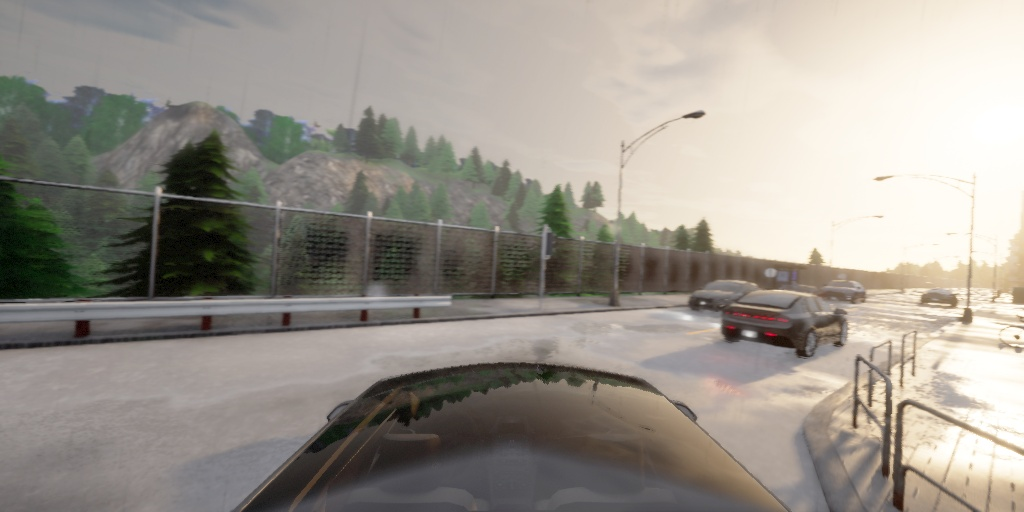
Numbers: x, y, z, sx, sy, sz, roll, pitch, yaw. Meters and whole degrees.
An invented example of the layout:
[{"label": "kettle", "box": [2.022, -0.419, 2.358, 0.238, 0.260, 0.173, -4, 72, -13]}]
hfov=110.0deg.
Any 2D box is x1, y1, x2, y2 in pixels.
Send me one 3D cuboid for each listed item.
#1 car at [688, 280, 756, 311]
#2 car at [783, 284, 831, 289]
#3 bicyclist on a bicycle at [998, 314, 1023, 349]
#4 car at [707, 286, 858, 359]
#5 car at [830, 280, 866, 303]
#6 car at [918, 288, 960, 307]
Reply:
[{"label": "car", "box": [10.284, 1.925, 16.993, 4.892, 1.490, 1.837, 3, 0, -36]}, {"label": "car", "box": [17.792, 2.475, 22.379, 4.718, 1.301, 1.895, 3, 0, -36]}, {"label": "bicyclist on a bicycle", "box": [15.731, 2.032, 10.563, 0.582, 1.620, 1.656, 3, -1, -36]}, {"label": "car", "box": [7.669, 1.735, 9.997, 4.892, 1.490, 1.837, 3, -1, -35]}, {"label": "car", "box": [26.167, 2.731, 28.358, 4.553, 1.767, 2.097, 3, 0, -35]}, {"label": "car", "box": [36.481, 3.496, 30.624, 4.674, 1.442, 1.812, 3, 0, -36]}]
